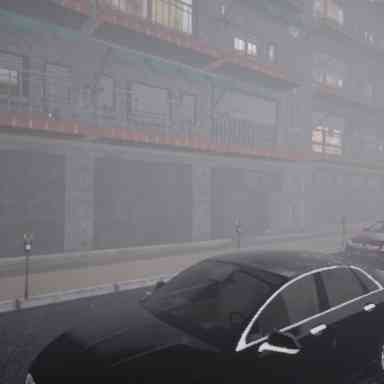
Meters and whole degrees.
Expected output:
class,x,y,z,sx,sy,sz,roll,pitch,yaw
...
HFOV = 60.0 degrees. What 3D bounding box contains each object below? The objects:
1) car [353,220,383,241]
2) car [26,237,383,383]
class,x,y,z,sx,sy,sz,roll,pitch,yaw
car,7.090,1.648,11.609,4.206,1.307,1.802,0,1,-36
car,0.747,1.520,3.914,4.892,1.490,1.837,0,0,-36
